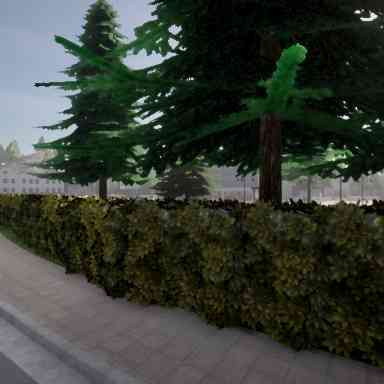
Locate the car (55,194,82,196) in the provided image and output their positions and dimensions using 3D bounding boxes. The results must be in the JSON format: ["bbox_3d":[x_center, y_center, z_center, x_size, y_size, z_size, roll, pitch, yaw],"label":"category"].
[{"bbox_3d":[-23.862,1.320,64.033,3.633,1.501,1.845,0,0,-36],"label":"car"}]

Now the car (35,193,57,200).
[{"bbox_3d":[-36.329,1.097,82.718,4.605,1.855,1.932,0,0,-36],"label":"car"}]

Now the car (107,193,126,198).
[{"bbox_3d":[-20.372,1.154,90.295,5.027,1.636,2.152,0,0,-36],"label":"car"}]

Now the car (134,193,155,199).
[{"bbox_3d":[-7.941,1.384,60.690,3.806,1.475,1.970,0,0,-36],"label":"car"}]

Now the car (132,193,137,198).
[{"bbox_3d":[-10.889,1.097,77.775,4.605,1.855,1.932,0,0,-36],"label":"car"}]

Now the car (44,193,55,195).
[{"bbox_3d":[-29.650,1.298,72.179,4.514,1.523,2.007,0,0,-36],"label":"car"}]
